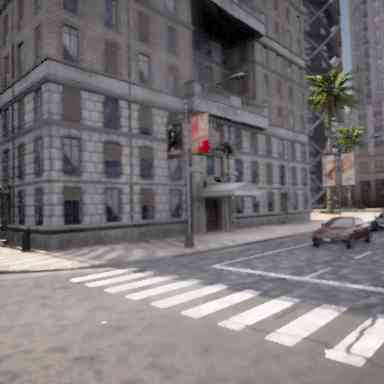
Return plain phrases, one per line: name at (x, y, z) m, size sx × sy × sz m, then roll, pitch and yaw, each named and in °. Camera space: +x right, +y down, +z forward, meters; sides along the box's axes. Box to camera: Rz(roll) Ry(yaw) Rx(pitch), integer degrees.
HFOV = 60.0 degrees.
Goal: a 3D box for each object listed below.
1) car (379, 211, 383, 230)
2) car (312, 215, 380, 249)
car at (14.792, 2.093, 24.470) m, size 1.837 × 1.490 × 4.892 m, roll -4°, pitch -3°, yaw 44°
car at (7.966, 2.019, 17.403) m, size 1.812 × 1.442 × 4.674 m, roll -4°, pitch -3°, yaw 44°
